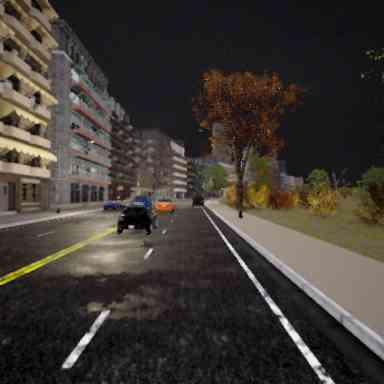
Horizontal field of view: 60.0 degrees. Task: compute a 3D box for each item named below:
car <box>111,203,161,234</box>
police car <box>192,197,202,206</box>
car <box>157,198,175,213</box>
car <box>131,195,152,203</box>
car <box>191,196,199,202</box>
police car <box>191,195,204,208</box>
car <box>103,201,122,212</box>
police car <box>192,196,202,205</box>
[{"bbox_3d":[-3.159,1.595,19.734,1.837,1.490,4.892,0,0,0],"label":"car"},{"bbox_3d":[0.968,1.729,63.245,1.930,1.638,5.238,0,0,1],"label":"police car"},{"bbox_3d":[-3.167,1.537,39.957,2.097,1.767,4.553,0,0,0],"label":"car"},{"bbox_3d":[-6.590,1.428,43.507,2.150,2.045,5.566,0,-1,0],"label":"car"},{"bbox_3d":[0.918,1.798,87.709,1.882,1.535,5.008,0,0,4],"label":"car"},{"bbox_3d":[0.952,1.678,53.301,1.930,1.638,5.238,0,0,0],"label":"police car"},{"bbox_3d":[-9.848,1.797,42.060,1.895,1.301,4.718,0,0,0],"label":"car"},{"bbox_3d":[1.065,1.760,69.162,1.930,1.638,5.238,0,0,1],"label":"police car"}]
